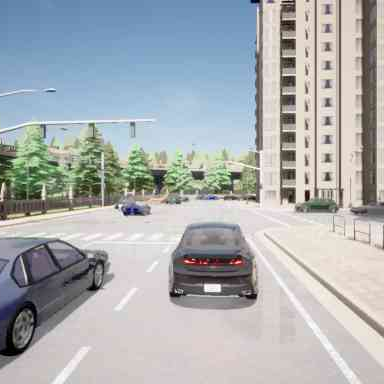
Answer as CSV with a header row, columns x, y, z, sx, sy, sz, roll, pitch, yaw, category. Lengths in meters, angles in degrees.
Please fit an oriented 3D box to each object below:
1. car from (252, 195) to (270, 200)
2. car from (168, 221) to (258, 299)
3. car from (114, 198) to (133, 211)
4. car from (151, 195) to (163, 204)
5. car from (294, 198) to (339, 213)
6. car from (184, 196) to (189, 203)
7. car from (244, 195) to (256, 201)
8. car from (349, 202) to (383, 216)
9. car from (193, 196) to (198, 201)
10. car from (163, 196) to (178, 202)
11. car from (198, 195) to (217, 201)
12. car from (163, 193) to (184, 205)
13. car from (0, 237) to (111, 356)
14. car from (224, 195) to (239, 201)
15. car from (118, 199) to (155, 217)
x,y,z,sx,sy,sz,roll,pitch,yaw,category
18.878,1.524,91.019,4.674,1.442,1.812,0,0,-20,car
0.546,1.505,8.488,1.837,1.490,4.892,0,0,4,car
-8.042,1.491,40.717,2.128,1.511,4.902,0,0,4,car
-6.494,1.350,62.902,2.097,1.767,4.553,0,0,5,car
13.756,1.407,36.988,4.553,1.767,2.097,0,0,5,car
-1.993,1.525,71.061,2.128,1.511,4.902,0,0,11,car
15.531,1.525,85.232,4.902,1.511,2.128,0,0,-34,car
18.355,1.656,33.188,4.718,1.301,1.895,0,0,3,car
2.286,1.524,87.256,1.812,1.442,4.674,0,0,38,car
-4.770,1.552,74.239,1.994,1.385,4.181,0,0,15,car
4.411,1.477,84.346,1.882,1.535,5.008,0,0,38,car
-3.272,1.217,59.216,2.150,2.045,5.566,0,1,5,car
-3.138,1.547,6.033,2.033,1.411,5.357,0,0,4,car
10.175,1.500,85.436,4.892,1.490,1.837,0,0,-43,car
-5.135,1.614,31.438,1.895,1.301,4.718,0,0,4,car
